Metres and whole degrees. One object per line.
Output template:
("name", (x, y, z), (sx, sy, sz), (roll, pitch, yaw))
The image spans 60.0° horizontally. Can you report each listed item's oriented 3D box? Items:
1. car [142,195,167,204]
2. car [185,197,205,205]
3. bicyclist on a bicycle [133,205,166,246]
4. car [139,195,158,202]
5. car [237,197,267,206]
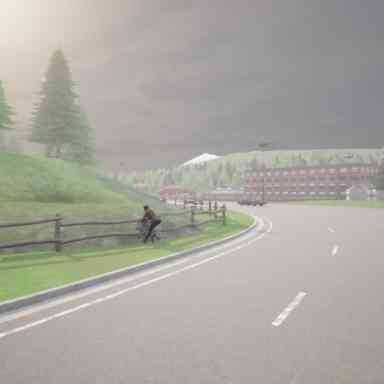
("car", (-6.953, 1.601, 63.754), (1.895, 1.301, 4.718), (0, 0, -40))
("car", (0.391, 1.564, 60.120), (1.994, 1.385, 4.181), (0, 0, -38))
("bicyclist on a bicycle", (-1.702, 1.344, 13.181), (1.656, 1.620, 0.582), (2, 1, 30))
("car", (-10.298, 1.478, 78.555), (1.882, 1.535, 5.008), (0, 0, -40))
("car", (9.609, 1.547, 53.386), (2.033, 1.411, 5.357), (0, 0, -33))
